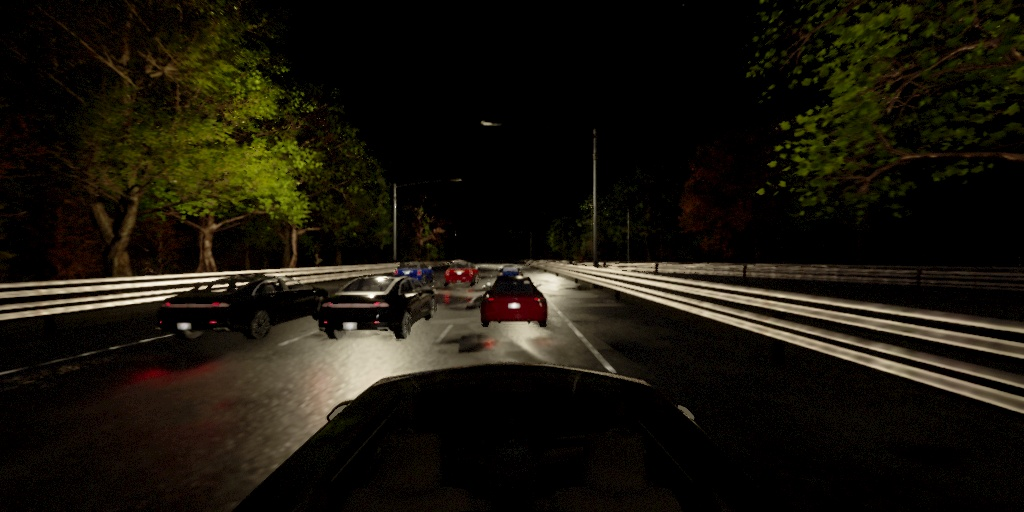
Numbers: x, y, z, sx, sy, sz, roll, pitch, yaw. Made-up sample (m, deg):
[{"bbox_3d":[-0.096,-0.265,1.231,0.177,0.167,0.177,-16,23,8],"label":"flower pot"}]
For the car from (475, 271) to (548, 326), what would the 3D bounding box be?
[{"bbox_3d":[0.053,1.351,11.894,1.994,1.385,4.181,0,0,0],"label":"car"}]

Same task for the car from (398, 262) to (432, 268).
[{"bbox_3d":[-7.111,1.206,26.415,2.097,1.767,4.553,0,0,-1],"label":"car"}]

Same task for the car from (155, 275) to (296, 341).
[{"bbox_3d":[-6.941,1.277,10.011,2.128,1.511,4.902,0,0,0],"label":"car"}]

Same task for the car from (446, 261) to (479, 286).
[{"bbox_3d":[-3.612,1.205,26.455,2.097,1.767,4.553,0,0,-1],"label":"car"}]

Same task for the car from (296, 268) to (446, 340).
[{"bbox_3d":[-3.440,1.275,10.021,2.128,1.511,4.902,0,0,0],"label":"car"}]

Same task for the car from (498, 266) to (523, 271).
[{"bbox_3d":[-0.123,1.419,27.332,1.994,1.385,4.181,0,0,-1],"label":"car"}]
